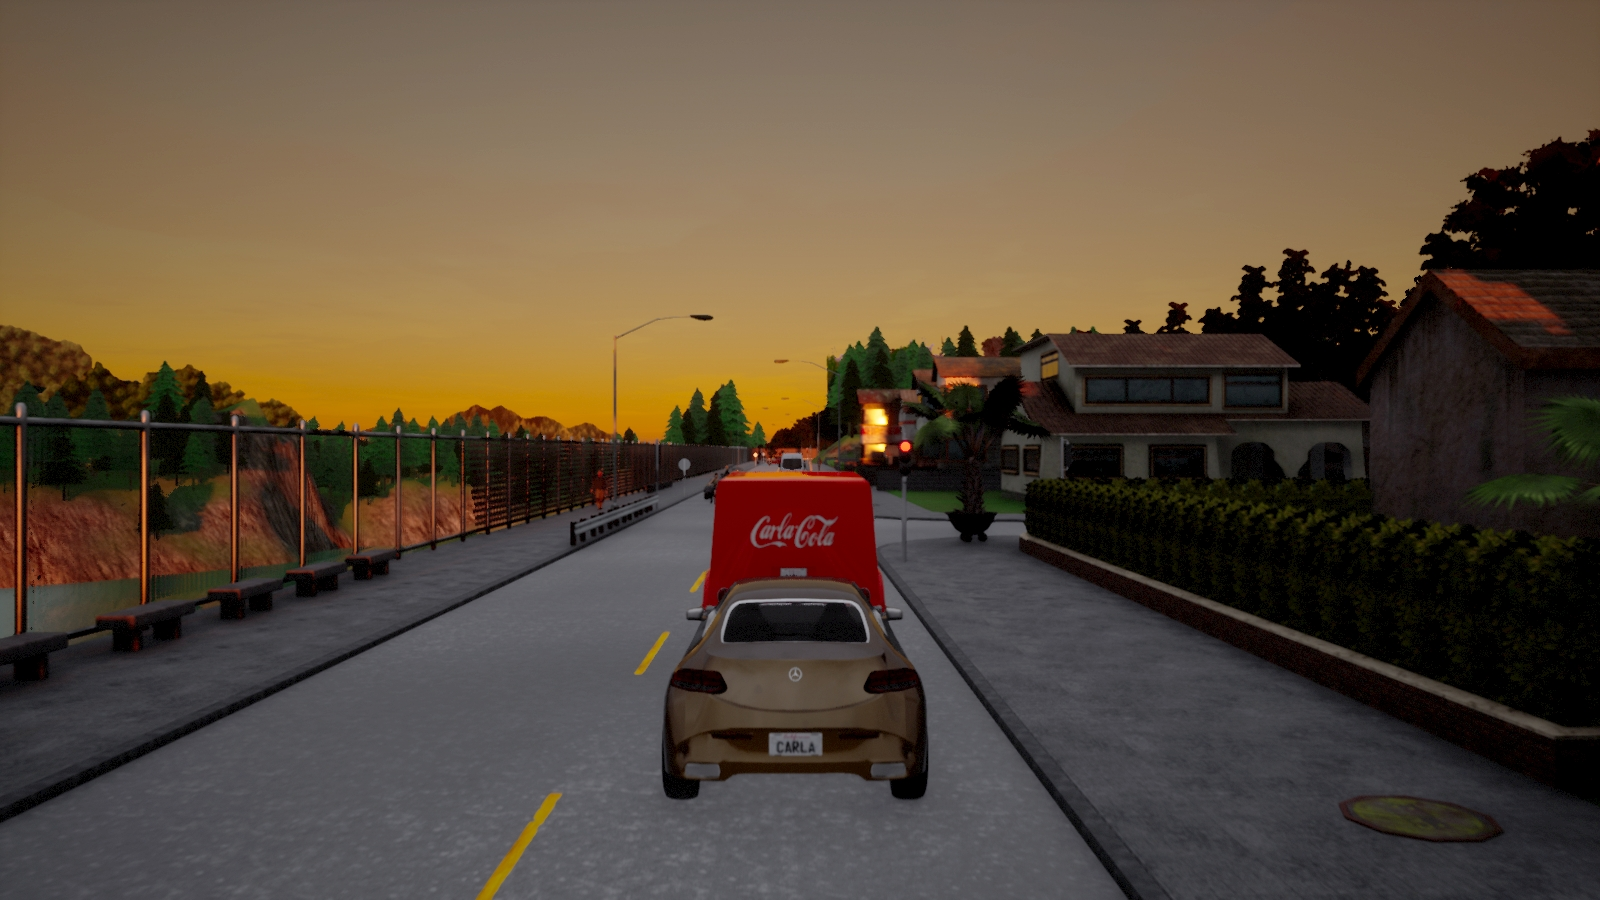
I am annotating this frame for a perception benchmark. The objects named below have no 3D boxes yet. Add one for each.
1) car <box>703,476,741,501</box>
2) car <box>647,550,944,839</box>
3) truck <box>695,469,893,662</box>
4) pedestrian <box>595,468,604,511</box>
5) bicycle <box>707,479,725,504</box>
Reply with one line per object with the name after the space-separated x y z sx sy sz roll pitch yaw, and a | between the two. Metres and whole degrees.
-4.429 2.165 65.301 1.895 1.301 4.718 0 0 0 | car
-0.050 1.994 10.803 2.152 1.651 5.027 0 0 0 | car
-0.096 1.572 17.723 2.627 2.467 5.204 0 0 0 | truck
-8.894 1.752 50.663 0.375 1.860 0.375 0 0 -6 | pedestrian
-4.384 2.167 59.815 0.859 1.276 1.487 0 0 0 | bicycle
